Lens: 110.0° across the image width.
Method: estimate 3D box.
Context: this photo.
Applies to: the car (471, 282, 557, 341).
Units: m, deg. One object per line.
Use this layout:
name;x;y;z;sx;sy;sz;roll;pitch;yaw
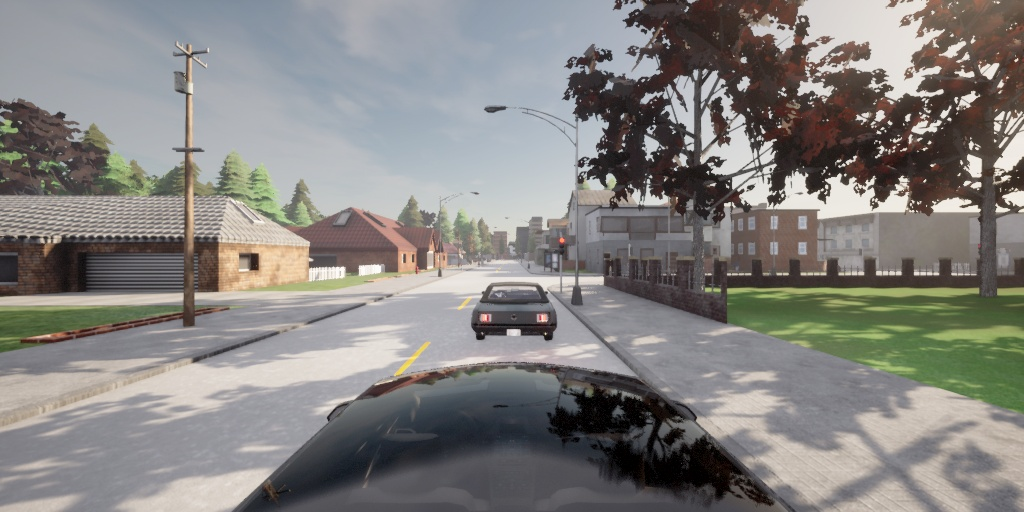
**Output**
car;0.078;1.354;9.897;1.895;1.301;4.718;0;0;1
